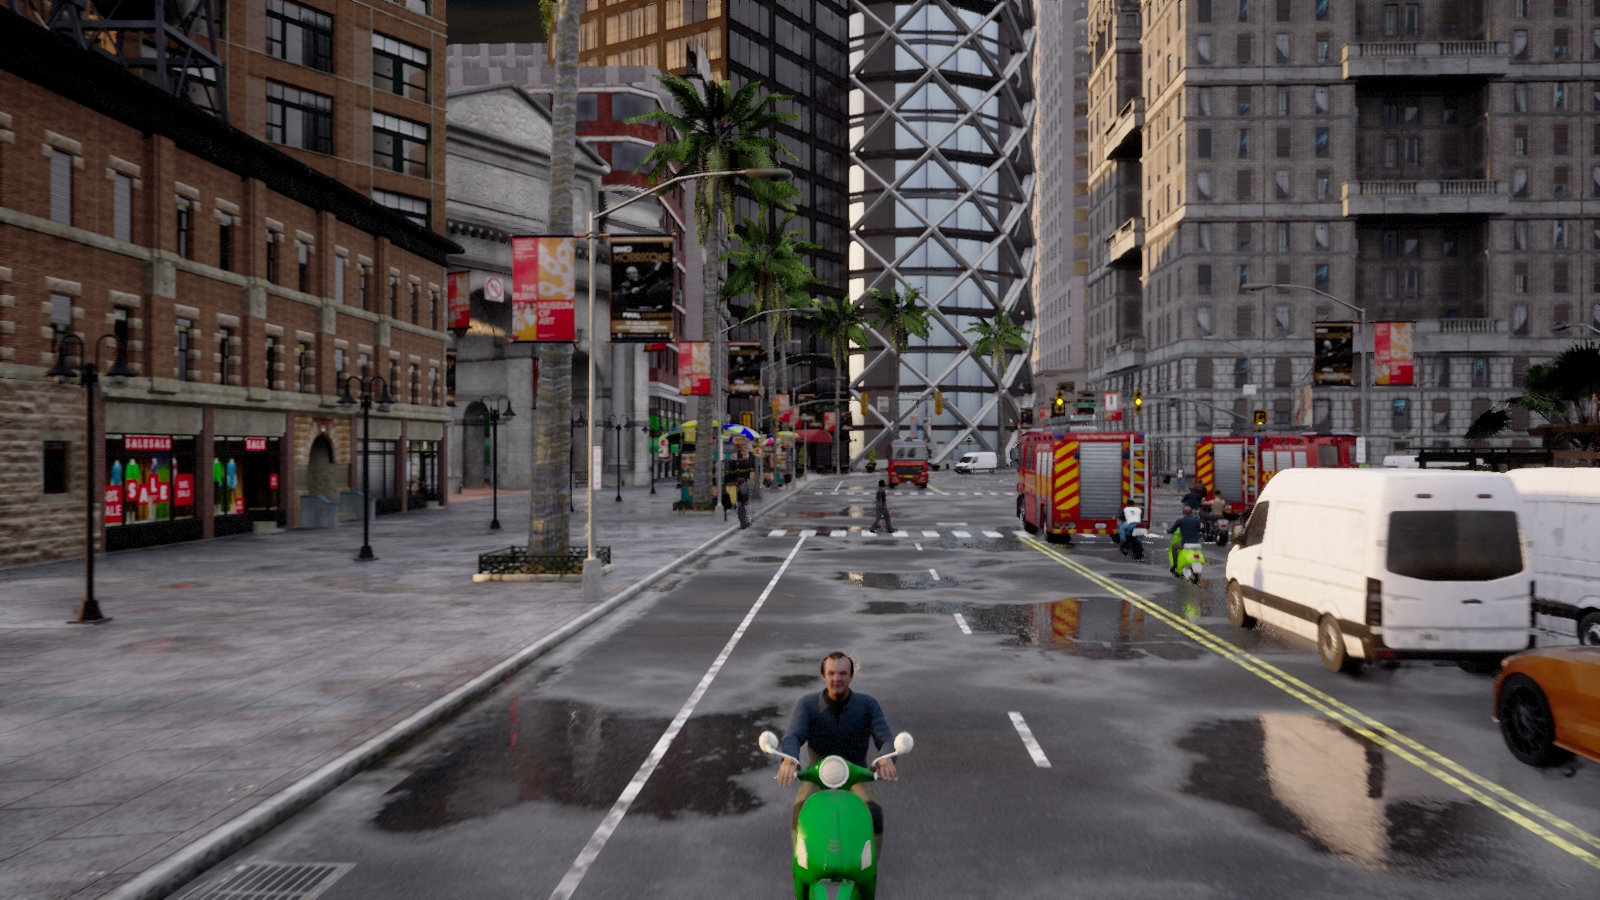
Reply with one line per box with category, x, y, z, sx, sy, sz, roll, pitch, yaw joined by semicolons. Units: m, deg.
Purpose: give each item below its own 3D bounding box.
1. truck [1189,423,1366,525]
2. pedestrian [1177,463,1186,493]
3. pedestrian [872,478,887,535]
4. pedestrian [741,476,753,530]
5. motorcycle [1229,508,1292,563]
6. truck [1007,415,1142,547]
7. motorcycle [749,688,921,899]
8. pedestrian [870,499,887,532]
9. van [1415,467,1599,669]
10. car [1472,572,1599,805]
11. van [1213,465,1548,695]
truck;19.592;0.893;46.579;8.468;3.827;2.891;0;0;-38
pedestrian;23.326;1.700;69.852;0.375;1.860;0.375;0;0;-7
pedestrian;2.620;1.849;37.739;0.375;1.860;0.375;0;0;-20
pedestrian;-1.845;1.847;39.638;0.375;1.860;0.375;0;0;2
motorcycle;12.017;2.207;29.893;0.867;1.251;2.209;0;0;3
truck;8.731;0.892;37.360;2.891;3.827;8.468;0;0;4
motorcycle;0.226;2.182;6.588;0.856;1.236;1.805;0;0;3
pedestrian;2.677;2.229;39.061;0.500;1.100;0.500;0;0;-8
van;11.280;1.533;16.379;1.988;2.561;5.915;0;-1;3
car;7.392;1.993;8.363;2.152;1.651;5.027;0;0;2
van;7.762;1.536;16.157;1.988;2.561;5.915;0;0;3
